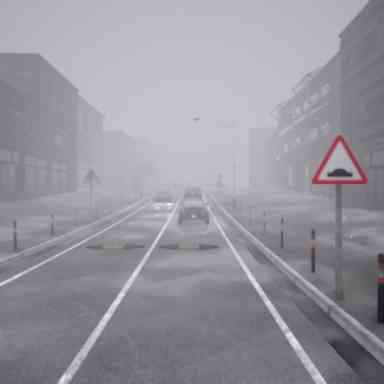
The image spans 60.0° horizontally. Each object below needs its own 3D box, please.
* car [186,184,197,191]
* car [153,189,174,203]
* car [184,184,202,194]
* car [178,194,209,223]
[{"bbox_3d":[-0.096,-1.072,77.666,1.994,1.385,4.181,0,1,10],"label":"car"},{"bbox_3d":[-3.068,0.399,36.425,1.994,1.385,4.181,0,3,0],"label":"car"},{"bbox_3d":[0.115,0.048,38.882,2.097,1.767,4.553,0,3,0],"label":"car"},{"bbox_3d":[0.102,1.109,21.211,1.812,1.442,4.674,0,2,0],"label":"car"}]
